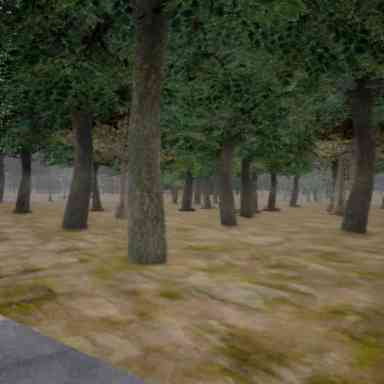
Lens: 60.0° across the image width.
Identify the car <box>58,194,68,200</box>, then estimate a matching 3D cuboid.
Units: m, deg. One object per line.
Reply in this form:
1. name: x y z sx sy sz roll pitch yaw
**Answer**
1. car: -32.788 1.266 87.692 1.837 1.490 4.892 2 0 37
